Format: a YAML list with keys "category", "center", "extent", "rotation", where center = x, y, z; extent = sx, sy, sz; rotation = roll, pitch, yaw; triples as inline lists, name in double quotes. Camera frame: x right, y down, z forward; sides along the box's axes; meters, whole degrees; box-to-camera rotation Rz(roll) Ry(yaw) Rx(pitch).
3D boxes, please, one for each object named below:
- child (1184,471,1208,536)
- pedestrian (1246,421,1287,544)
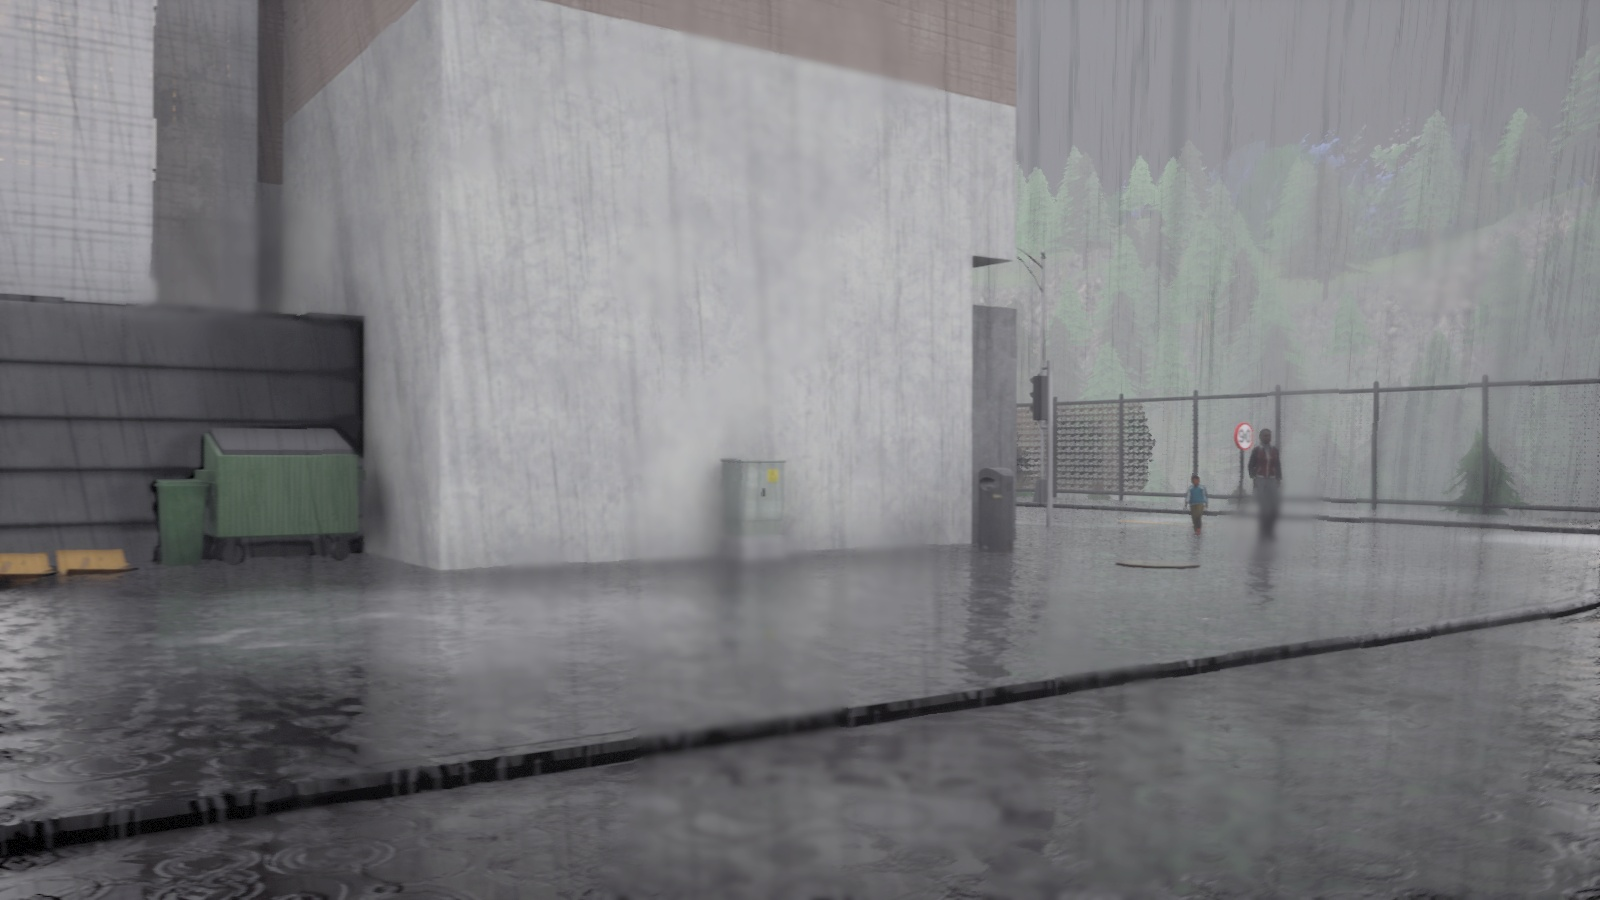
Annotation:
- category: "child"
  center: [7.444, 1.001, 23.585]
  extent: [0.343, 1.192, 0.448]
  rotation: [0, 0, 30]
- category: "pedestrian"
  center: [7.470, 0.513, 20.138]
  extent: [0.402, 1.930, 0.666]
  rotation: [0, 0, 0]
